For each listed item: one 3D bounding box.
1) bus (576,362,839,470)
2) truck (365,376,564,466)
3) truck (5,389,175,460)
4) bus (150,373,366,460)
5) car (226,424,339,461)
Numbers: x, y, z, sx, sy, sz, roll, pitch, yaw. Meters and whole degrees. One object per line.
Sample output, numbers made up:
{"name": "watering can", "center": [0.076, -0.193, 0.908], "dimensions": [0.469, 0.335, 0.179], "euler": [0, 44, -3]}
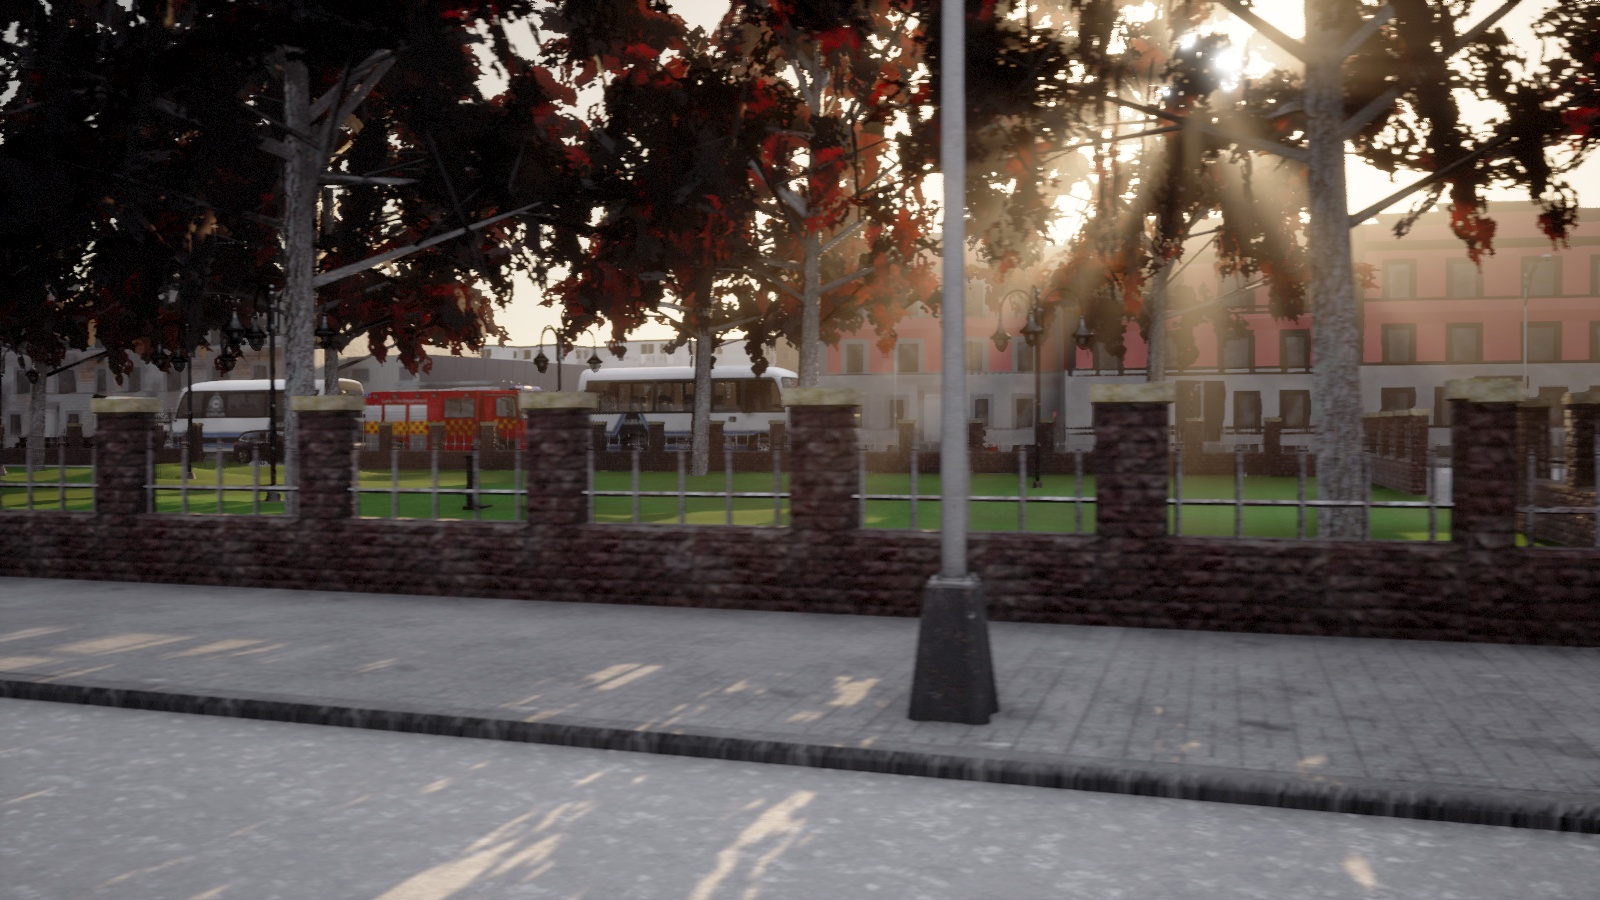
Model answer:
{"name": "bus", "center": [-3.865, -1.412, 52.788], "dimensions": [10.273, 4.253, 3.944], "euler": [1, 1, 19]}
{"name": "truck", "center": [-15.128, -1.305, 56.583], "dimensions": [8.468, 3.827, 2.891], "euler": [1, 1, 19]}
{"name": "truck", "center": [-35.943, -1.317, 63.583], "dimensions": [7.936, 3.462, 2.891], "euler": [1, 1, 19]}
{"name": "bus", "center": [-28.080, -1.704, 65.159], "dimensions": [10.273, 4.253, 3.944], "euler": [1, 1, 19]}
{"name": "car", "center": [-24.635, -0.384, 59.796], "dimensions": [4.611, 1.667, 2.242], "euler": [1, 1, 18]}
